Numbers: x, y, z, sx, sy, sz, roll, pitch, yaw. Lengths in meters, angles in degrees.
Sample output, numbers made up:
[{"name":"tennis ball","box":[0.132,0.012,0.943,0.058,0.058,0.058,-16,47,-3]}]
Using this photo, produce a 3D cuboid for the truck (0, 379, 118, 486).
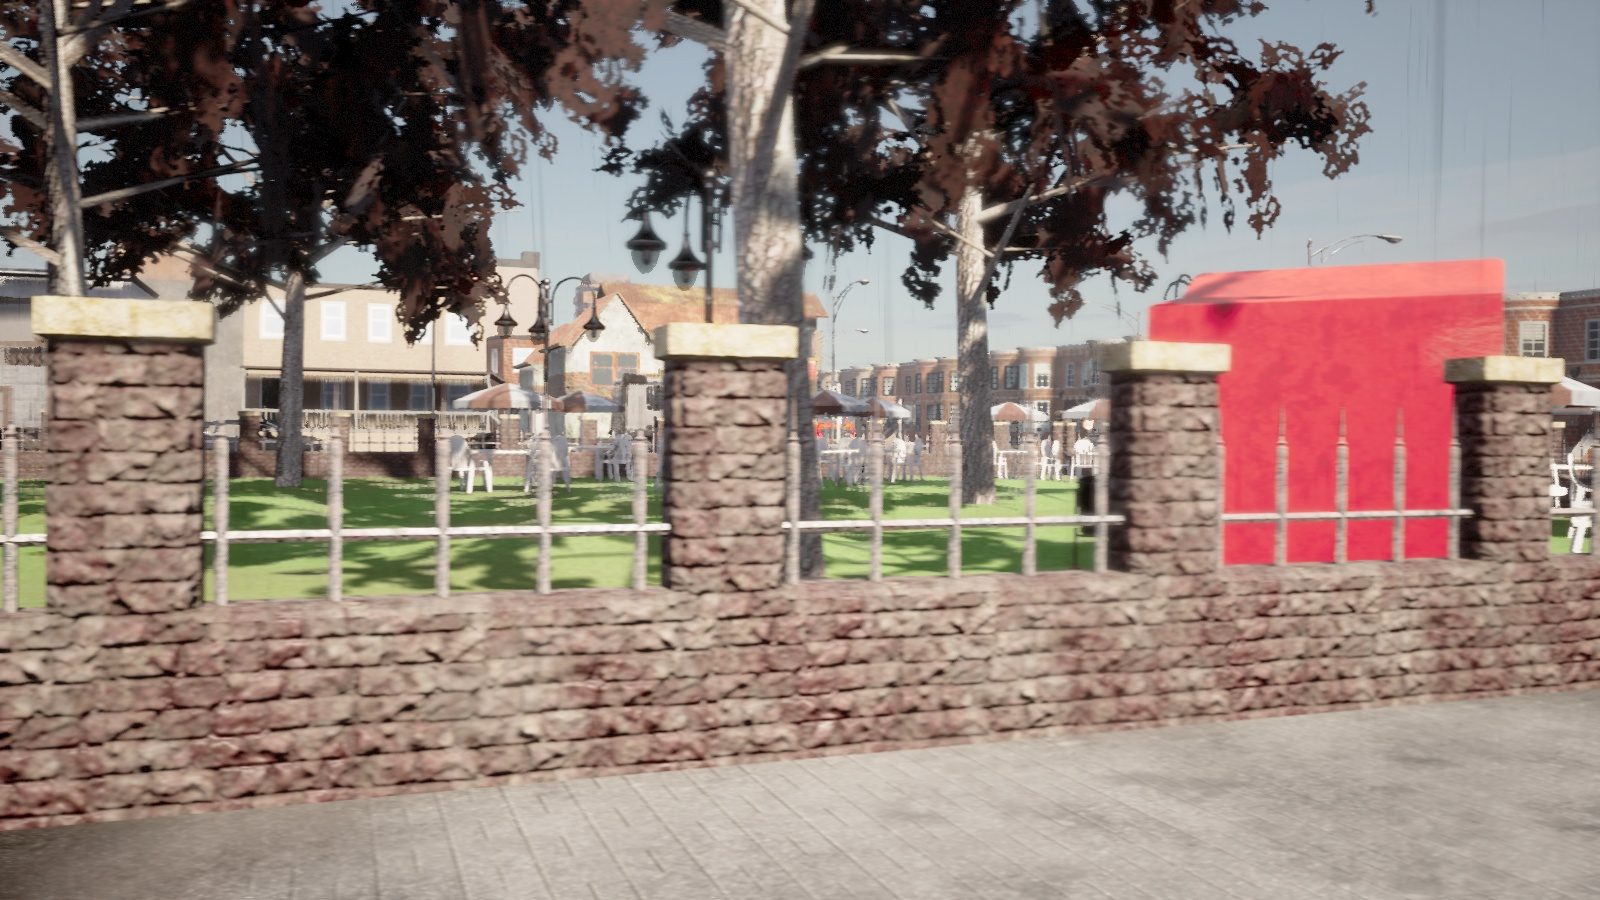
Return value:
[{"name":"truck","box":[-27.424,-0.567,41.780,7.936,3.462,2.891,-1,1,-20]}]

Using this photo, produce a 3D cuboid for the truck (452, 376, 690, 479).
[{"name":"truck","box":[-8.161,-0.824,44.785,7.936,3.462,2.891,-1,1,-21]}]

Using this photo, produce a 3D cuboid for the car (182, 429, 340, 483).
[{"name":"car","box":[-17.586,0.161,41.232,4.611,1.667,2.242,-1,1,-21]}]

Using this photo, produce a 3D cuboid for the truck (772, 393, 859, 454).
[{"name":"truck","box":[0.923,-1.740,83.756,2.891,3.827,8.468,-1,1,-21]}]
